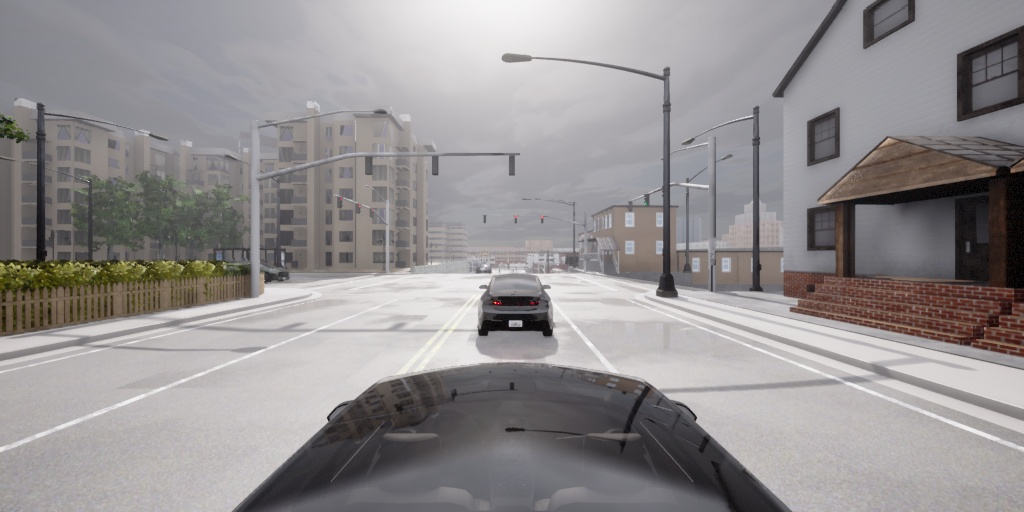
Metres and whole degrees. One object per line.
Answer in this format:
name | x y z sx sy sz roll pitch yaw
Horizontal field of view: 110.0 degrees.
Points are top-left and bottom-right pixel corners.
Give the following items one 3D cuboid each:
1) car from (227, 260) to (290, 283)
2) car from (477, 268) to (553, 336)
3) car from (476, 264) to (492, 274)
car | -19.398 1.101 27.053 4.553 1.767 2.097 0 0 1
car | 0.090 1.255 10.371 1.837 1.490 4.892 0 0 0
car | -3.624 1.755 47.184 2.128 1.511 4.902 0 -5 0
